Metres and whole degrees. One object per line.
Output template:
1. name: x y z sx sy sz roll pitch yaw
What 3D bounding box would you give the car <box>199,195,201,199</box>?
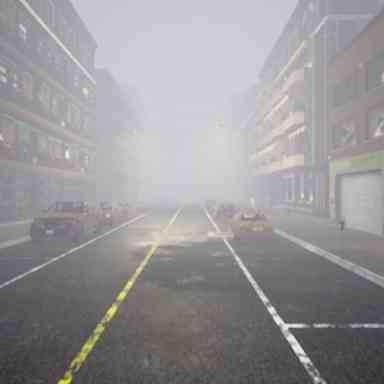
1. car: 2.717 1.286 72.298 1.752 1.417 4.829 0 0 0

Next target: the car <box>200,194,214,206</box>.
1. car: 2.709 1.388 49.584 2.008 1.369 4.403 0 0 0

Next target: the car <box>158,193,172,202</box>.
1. car: -5.666 1.331 66.499 2.008 1.369 4.403 0 0 0

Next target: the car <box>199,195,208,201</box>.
1. car: 2.719 1.308 77.765 1.947 1.339 4.313 0 0 0

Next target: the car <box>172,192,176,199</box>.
1. car: -5.660 1.267 83.408 1.887 1.381 4.507 0 0 0

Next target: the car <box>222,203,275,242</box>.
1. car: 2.696 1.474 15.937 1.752 1.417 4.829 0 0 0

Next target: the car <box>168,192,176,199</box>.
1. car: -5.655 0.999 94.680 2.192 1.841 5.009 0 0 0

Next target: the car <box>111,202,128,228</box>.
1. car: -5.682 1.371 21.409 1.967 1.590 4.097 0 0 0

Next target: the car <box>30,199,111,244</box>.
1. car: -5.683 1.264 15.773 2.192 1.841 5.009 0 0 0

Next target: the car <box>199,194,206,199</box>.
1. car: 2.723 1.285 89.037 1.802 1.307 4.206 0 0 0

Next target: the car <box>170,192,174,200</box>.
1. car: -5.664 1.312 72.136 2.008 1.369 4.403 0 0 0

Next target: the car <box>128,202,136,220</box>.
1. car: -5.680 1.457 27.047 1.887 1.381 4.507 0 0 0

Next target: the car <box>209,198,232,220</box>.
1. car: 2.700 1.457 27.039 1.887 1.381 4.507 0 0 0
